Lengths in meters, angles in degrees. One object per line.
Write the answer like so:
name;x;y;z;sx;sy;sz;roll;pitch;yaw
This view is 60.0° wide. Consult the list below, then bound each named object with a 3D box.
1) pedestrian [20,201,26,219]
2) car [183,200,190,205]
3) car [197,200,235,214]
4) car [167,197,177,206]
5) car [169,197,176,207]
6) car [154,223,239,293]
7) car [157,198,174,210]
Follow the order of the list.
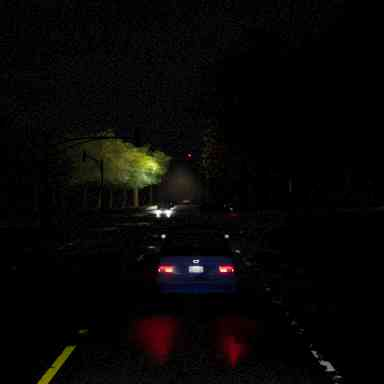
pedestrian;-18.100;1.917;35.640;0.375;1.860;0.375;0;1;2
car;-1.526;2.963;90.978;1.895;1.301;4.718;0;-2;-1
car;2.564;1.635;36.361;1.837;1.490;4.892;-4;-1;-39
car;-4.761;2.226;79.318;2.150;2.045;5.566;0;-1;-1
car;-4.370;1.910;58.908;2.097;1.767;4.553;0;-1;-1
car;0.087;1.550;8.974;2.033;1.411;5.357;0;0;0
car;-4.182;2.000;49.804;1.895;1.301;4.718;0;-1;-1
